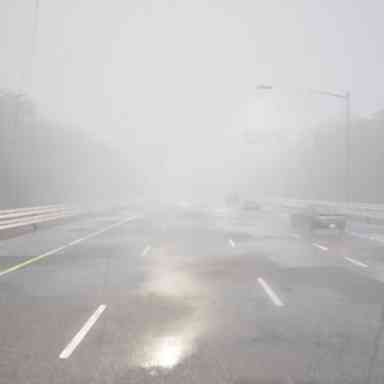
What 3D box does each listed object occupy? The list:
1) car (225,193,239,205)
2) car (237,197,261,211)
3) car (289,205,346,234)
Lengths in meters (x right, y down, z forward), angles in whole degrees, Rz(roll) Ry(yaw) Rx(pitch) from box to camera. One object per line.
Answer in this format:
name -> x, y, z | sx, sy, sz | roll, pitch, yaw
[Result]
car -> 7.150, 1.208, 59.325 | 2.150, 2.045, 5.566 | 0, 0, 0
car -> 7.084, 1.549, 40.326 | 1.994, 1.385, 4.181 | 0, 0, 0
car -> 7.018, 1.491, 19.036 | 2.128, 1.511, 4.902 | 0, 0, 0
